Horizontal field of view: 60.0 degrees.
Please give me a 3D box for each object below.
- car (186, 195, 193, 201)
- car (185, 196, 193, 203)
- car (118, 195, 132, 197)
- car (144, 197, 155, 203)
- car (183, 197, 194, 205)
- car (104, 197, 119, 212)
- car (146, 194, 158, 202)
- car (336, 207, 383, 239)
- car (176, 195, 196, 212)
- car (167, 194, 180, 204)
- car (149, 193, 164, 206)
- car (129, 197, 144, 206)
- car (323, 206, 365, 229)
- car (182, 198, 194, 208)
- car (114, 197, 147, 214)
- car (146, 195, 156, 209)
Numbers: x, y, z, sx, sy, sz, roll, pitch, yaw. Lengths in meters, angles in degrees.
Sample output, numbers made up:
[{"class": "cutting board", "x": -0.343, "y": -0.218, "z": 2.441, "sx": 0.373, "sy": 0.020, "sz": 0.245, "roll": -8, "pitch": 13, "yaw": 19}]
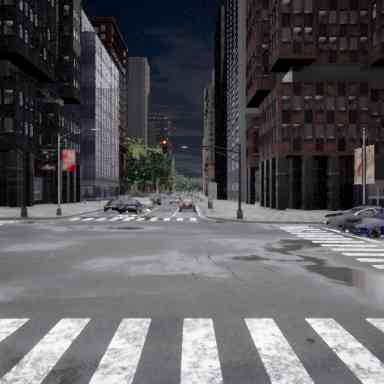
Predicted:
[{"class": "car", "x": -0.758, "y": 1.689, "z": 93.300, "sx": 1.887, "sy": 1.381, "sz": 4.507, "roll": 0, "pitch": 0, "yaw": 0}, {"class": "car", "x": -0.665, "y": 1.607, "z": 71.770, "sx": 1.752, "sy": 1.417, "sz": 4.829, "roll": 0, "pitch": 0, "yaw": 0}, {"class": "car", "x": -9.073, "y": 1.332, "z": 44.443, "sx": 2.192, "sy": 1.841, "sz": 5.009, "roll": 0, "pitch": 0, "yaw": 0}, {"class": "car", "x": -9.189, "y": 1.663, "z": 71.573, "sx": 1.802, "sy": 1.307, "sz": 4.206, "roll": 0, "pitch": 0, "yaw": 0}, {"class": "car", "x": -0.617, "y": 1.599, "z": 60.750, "sx": 1.887, "sy": 1.381, "sz": 4.507, "roll": 0, "pitch": 0, "yaw": 0}, {"class": "car", "x": -9.049, "y": 1.571, "z": 39.017, "sx": 1.947, "sy": 1.339, "sz": 4.313, "roll": 0, "pitch": 0, "yaw": 0}, {"class": "car", "x": -9.213, "y": 1.411, "z": 76.999, "sx": 2.192, "sy": 1.841, "sz": 5.009, "roll": 0, "pitch": 0, "yaw": 0}, {"class": "car", "x": 10.923, "y": 1.727, "z": 17.710, "sx": 5.357, "sy": 1.411, "sz": 2.033, "roll": 1, "pitch": 0, "yaw": 0}, {"class": "car", "x": -0.524, "y": 1.445, "z": 39.051, "sx": 1.967, "sy": 1.590, "sz": 4.097, "roll": 0, "pitch": 0, "yaw": 0}, {"class": "car", "x": -3.398, "y": 1.667, "z": 65.653, "sx": 1.895, "sy": 1.301, "sz": 4.718, "roll": 0, "pitch": 0, "yaw": 0}, {"class": "car", "x": -6.446, "y": 1.267, "z": 56.493, "sx": 2.150, "sy": 2.045, "sz": 5.566, "roll": 0, "pitch": 0, "yaw": -1}, {"class": "car", "x": -9.118, "y": 1.566, "z": 55.124, "sx": 1.752, "sy": 1.417, "sz": 4.829, "roll": 0, "pitch": 0, "yaw": 0}, {"class": "car", "x": 10.849, "y": 1.665, "z": 20.959, "sx": 4.902, "sy": 1.511, "sz": 2.128, "roll": 1, "pitch": 0, "yaw": 0}, {"class": "car", "x": -0.570, "y": 1.611, "z": 49.900, "sx": 1.802, "sy": 1.307, "sz": 4.206, "roll": 0, "pitch": 0, "yaw": 0}, {"class": "car", "x": -6.367, "y": 1.544, "z": 35.146, "sx": 2.033, "sy": 1.411, "sz": 5.357, "roll": 0, "pitch": 0, "yaw": 0}, {"class": "car", "x": -6.409, "y": 1.545, "z": 45.372, "sx": 1.812, "sy": 1.442, "sz": 4.674, "roll": 0, "pitch": 0, "yaw": 0}]
